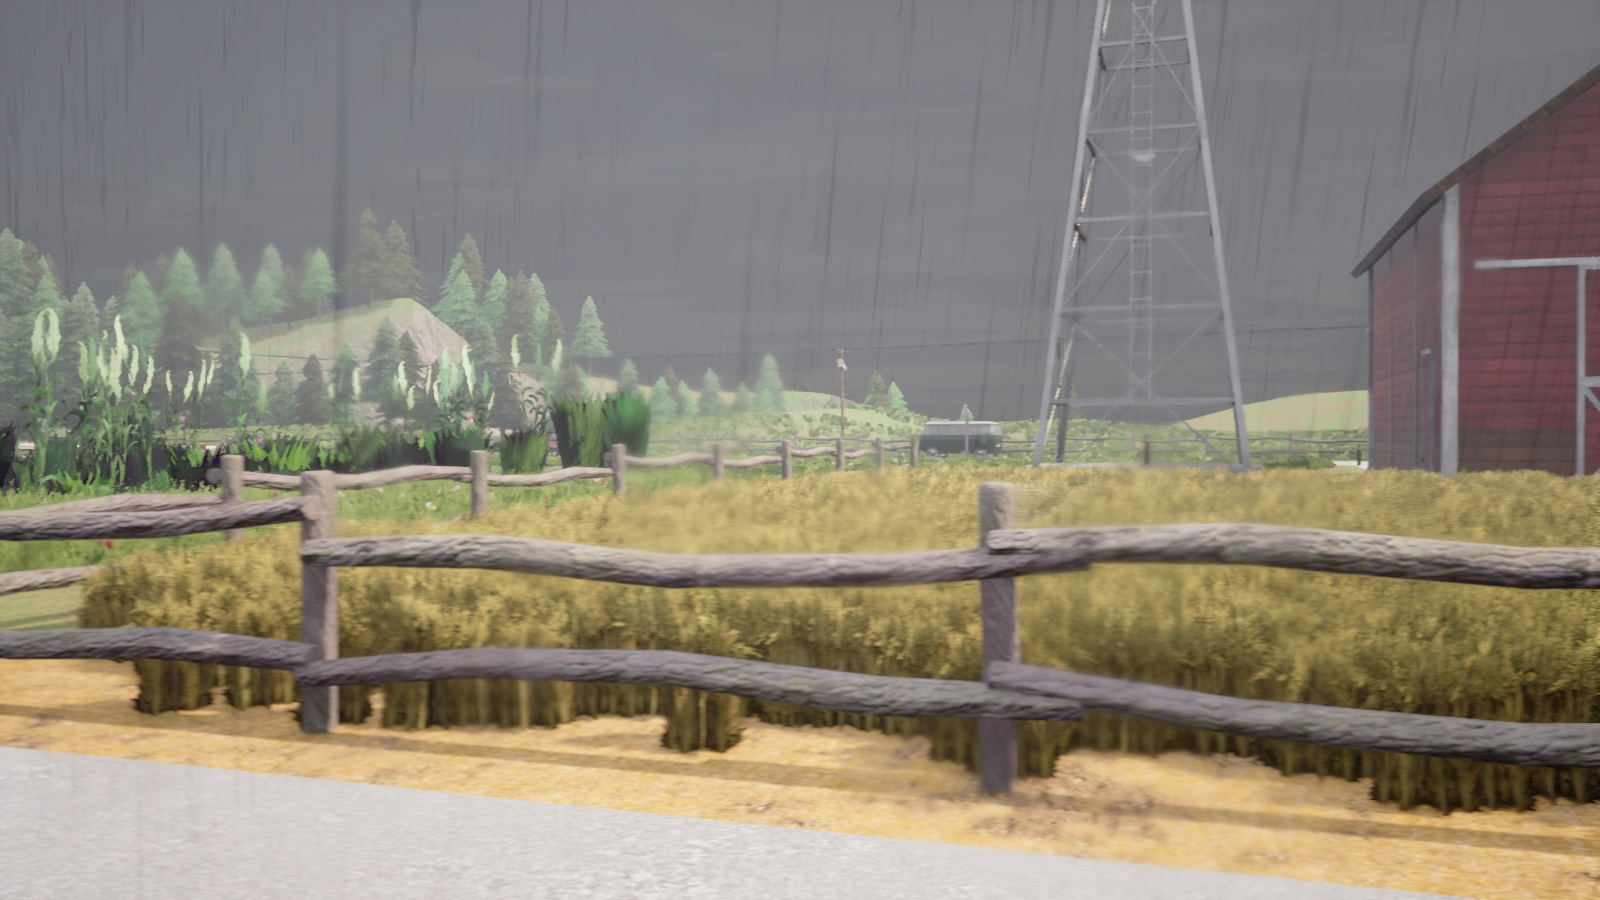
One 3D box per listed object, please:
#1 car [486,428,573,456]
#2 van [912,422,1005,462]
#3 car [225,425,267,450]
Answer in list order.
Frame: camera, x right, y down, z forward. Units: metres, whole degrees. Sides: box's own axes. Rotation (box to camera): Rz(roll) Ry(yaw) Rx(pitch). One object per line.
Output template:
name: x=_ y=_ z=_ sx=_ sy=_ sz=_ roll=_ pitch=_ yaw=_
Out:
car: x=-16.386 y=-0.523 z=76.064 sx=4.856 sy=1.649 sz=2.033 roll=1 pitch=1 yaw=24
van: x=8.193 y=-0.431 z=65.001 sx=4.442 sy=1.987 sz=1.775 roll=1 pitch=1 yaw=24
car: x=-37.253 y=-0.832 z=84.416 sx=2.242 sy=1.667 sz=4.611 roll=0 pitch=0 yaw=-28
